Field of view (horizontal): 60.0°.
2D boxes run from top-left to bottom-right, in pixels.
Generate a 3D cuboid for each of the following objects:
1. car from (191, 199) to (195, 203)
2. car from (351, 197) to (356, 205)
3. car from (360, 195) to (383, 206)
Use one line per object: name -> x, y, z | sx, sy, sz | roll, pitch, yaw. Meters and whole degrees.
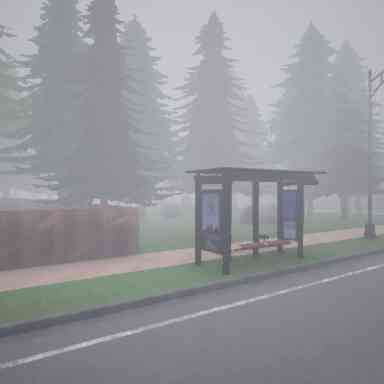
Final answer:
car -> -0.284, 1.504, 64.920 | 2.128, 1.511, 4.902 | 0, 0, -43
car -> 25.780, 1.159, 51.767 | 3.866, 1.878, 1.905 | 0, 0, -37
car -> 27.598, 1.157, 49.987 | 4.605, 1.855, 1.932 | 0, 0, -37
